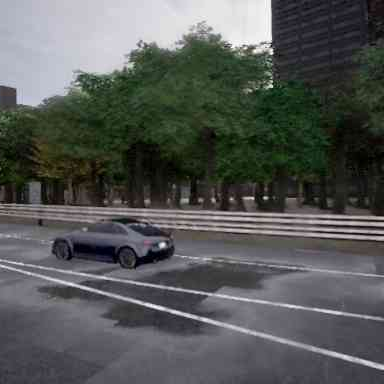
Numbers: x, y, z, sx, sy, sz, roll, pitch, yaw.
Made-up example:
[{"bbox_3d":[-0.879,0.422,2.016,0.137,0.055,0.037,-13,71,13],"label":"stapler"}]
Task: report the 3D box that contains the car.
[{"bbox_3d":[-2.641,1.580,11.049,4.181,1.385,1.994,0,0,29],"label":"car"}]
